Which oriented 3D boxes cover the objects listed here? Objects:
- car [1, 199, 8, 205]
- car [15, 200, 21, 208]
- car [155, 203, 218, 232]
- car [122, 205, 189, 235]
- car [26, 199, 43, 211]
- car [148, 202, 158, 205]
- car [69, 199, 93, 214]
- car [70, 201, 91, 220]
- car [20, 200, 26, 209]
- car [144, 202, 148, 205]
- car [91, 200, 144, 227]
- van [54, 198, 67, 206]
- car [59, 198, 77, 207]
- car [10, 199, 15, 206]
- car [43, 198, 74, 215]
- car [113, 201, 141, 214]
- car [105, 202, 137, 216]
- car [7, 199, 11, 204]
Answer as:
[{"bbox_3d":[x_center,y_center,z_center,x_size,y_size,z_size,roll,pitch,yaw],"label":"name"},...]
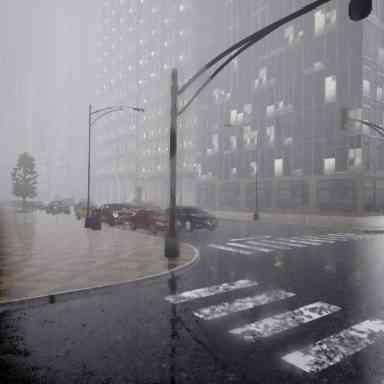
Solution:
[{"bbox_3d":[-41.355,2.287,75.255,2.008,1.369,4.403,1,-1,-35],"label":"car"},{"bbox_3d":[-28.314,2.062,56.634,1.887,1.381,4.507,1,-1,-35],"label":"car"},{"bbox_3d":[-0.286,1.634,21.139,1.837,1.490,4.892,1,-1,-33],"label":"car"},{"bbox_3d":[-2.233,1.662,19.391,1.802,1.307,4.206,1,-1,-35],"label":"car"},{"bbox_3d":[-21.794,1.959,47.323,2.008,1.369,4.403,1,-1,-35],"label":"car"},{"bbox_3d":[-5.149,1.833,38.164,1.967,1.590,4.097,1,-1,-35],"label":"car"},{"bbox_3d":[-11.971,1.817,37.849,2.128,1.511,4.902,1,-1,-35],"label":"car"},{"bbox_3d":[-8.655,1.713,28.563,1.752,1.417,4.829,1,-1,-35],"label":"car"},{"bbox_3d":[-25.054,2.029,51.979,1.947,1.339,4.313,1,-1,-35],"label":"car"},{"bbox_3d":[-6.051,1.731,29.375,1.837,1.490,4.892,1,-1,-35],"label":"car"},{"bbox_3d":[-5.493,1.575,24.048,1.967,1.590,4.097,1,-1,-35],"label":"car"},{"bbox_3d":[-27.969,2.117,70.753,1.690,1.788,3.998,1,-1,-35],"label":"van"},{"bbox_3d":[-24.709,2.036,66.098,2.192,1.841,5.009,1,-1,-35],"label":"car"},{"bbox_3d":[-31.574,2.123,61.289,2.008,1.369,4.403,1,-1,-35],"label":"car"},{"bbox_3d":[-15.273,1.739,38.014,1.967,1.590,4.097,1,-1,-35],"label":"car"},{"bbox_3d":[-8.506,1.974,42.958,1.752,1.417,4.829,1,-1,-35],"label":"car"},{"bbox_3d":[-8.181,1.867,37.991,1.837,1.490,4.892,1,-1,-35],"label":"car"},{"bbox_3d":[-34.834,2.209,65.944,1.802,1.307,4.206,1,-1,-35],"label":"car"}]
